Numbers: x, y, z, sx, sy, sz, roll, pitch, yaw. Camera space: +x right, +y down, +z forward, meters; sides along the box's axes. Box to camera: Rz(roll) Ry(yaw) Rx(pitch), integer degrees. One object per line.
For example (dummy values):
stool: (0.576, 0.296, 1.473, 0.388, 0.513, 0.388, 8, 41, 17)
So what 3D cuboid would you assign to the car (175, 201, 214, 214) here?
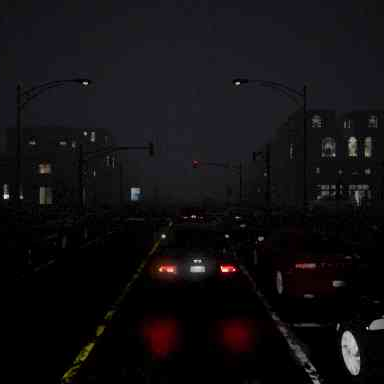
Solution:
car: (0.092, 1.507, 19.499, 1.837, 1.490, 4.892, 0, 0, 0)

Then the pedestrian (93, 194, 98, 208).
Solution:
pedestrian: (-12.570, 1.135, 43.234, 0.375, 1.860, 0.375, 0, -1, 1)

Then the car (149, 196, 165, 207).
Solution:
car: (-5.708, 1.588, 52.103, 1.802, 1.307, 4.206, 0, 0, 0)

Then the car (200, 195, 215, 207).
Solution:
car: (2.672, 1.572, 52.094, 1.947, 1.339, 4.313, 0, 0, 0)

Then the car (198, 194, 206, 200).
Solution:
car: (2.656, 1.458, 90.747, 1.967, 1.590, 4.097, 0, 0, 0)

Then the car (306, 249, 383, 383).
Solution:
car: (2.694, 1.551, 2.628, 2.008, 1.369, 4.403, 0, 0, 0)

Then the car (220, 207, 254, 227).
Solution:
car: (2.687, 1.553, 19.704, 2.008, 1.369, 4.403, 0, 0, 0)

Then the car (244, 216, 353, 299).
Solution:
car: (2.691, 1.546, 8.320, 1.887, 1.381, 4.507, 0, 0, 0)

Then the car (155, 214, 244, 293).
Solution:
car: (0.097, 1.548, 8.978, 2.033, 1.411, 5.357, 0, 0, 0)

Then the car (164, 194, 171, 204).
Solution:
car: (-5.713, 1.559, 63.147, 2.008, 1.369, 4.403, 0, 0, 0)

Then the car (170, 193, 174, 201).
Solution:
car: (-5.717, 1.451, 74.191, 1.967, 1.590, 4.097, 0, 0, 0)

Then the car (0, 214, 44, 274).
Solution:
car: (-5.688, 1.441, 8.333, 1.967, 1.590, 4.097, 0, 0, 0)

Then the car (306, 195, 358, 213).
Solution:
car: (15.596, 1.315, 37.278, 5.566, 2.045, 2.150, 0, 0, 1)

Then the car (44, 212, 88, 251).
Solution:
car: (-5.692, 1.552, 14.025, 2.008, 1.369, 4.403, 0, 0, 0)

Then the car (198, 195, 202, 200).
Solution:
car: (2.667, 1.590, 63.136, 1.802, 1.307, 4.206, 0, 0, 0)

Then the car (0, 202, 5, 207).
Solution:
car: (-25.468, 1.447, 40.483, 4.829, 1.417, 1.752, 0, -1, 1)
